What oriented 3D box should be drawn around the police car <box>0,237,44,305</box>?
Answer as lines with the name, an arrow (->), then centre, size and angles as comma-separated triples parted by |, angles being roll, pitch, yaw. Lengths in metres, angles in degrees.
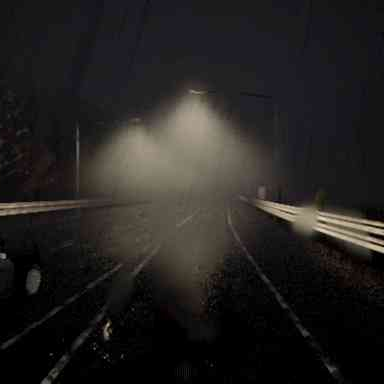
police car -> -4.420, 1.434, 5.625 | 1.930, 1.638, 5.238 | 0, 0, 6
